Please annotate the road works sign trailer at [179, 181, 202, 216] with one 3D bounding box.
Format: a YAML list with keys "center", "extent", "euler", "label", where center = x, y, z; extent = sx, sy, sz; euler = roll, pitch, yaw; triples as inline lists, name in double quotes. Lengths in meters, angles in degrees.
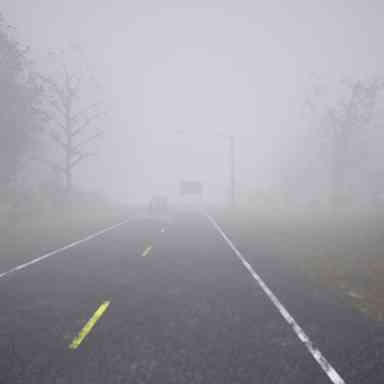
- center: [-0.116, 0.645, 35.645]
  extent: [2.380, 3.560, 2.880]
  euler: [0, 0, 1]
  label: "road works sign trailer"

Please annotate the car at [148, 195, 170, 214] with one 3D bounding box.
- center: [-3.730, 1.420, 38.325]
  extent: [2.150, 2.045, 5.566]
  euler: [0, -1, 0]
  label: "car"
